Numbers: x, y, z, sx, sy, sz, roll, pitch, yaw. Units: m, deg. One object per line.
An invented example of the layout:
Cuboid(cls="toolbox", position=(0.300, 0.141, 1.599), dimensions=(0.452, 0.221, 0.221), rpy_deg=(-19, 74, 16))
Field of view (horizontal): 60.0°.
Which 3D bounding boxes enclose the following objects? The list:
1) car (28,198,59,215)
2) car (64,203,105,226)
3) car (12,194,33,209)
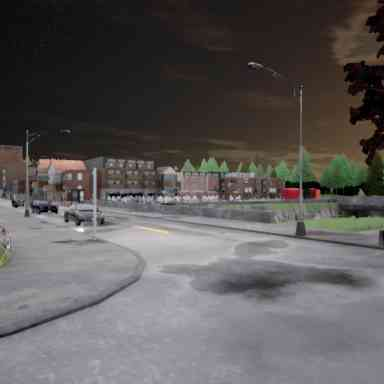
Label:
Cuboid(cls="car", position=(-15.177, 1.601, 34.279), dimensions=(1.895, 1.301, 4.718), rpy_deg=(0, 0, -35))
Cuboid(cls="car", position=(-7.794, 1.525, 23.785), dimensions=(1.812, 1.442, 4.674), rpy_deg=(0, 0, -35))
Cuboid(cls="car", position=(-23.991, 1.311, 46.993), dimensions=(2.150, 2.045, 5.566), rpy_deg=(0, 0, -35))
